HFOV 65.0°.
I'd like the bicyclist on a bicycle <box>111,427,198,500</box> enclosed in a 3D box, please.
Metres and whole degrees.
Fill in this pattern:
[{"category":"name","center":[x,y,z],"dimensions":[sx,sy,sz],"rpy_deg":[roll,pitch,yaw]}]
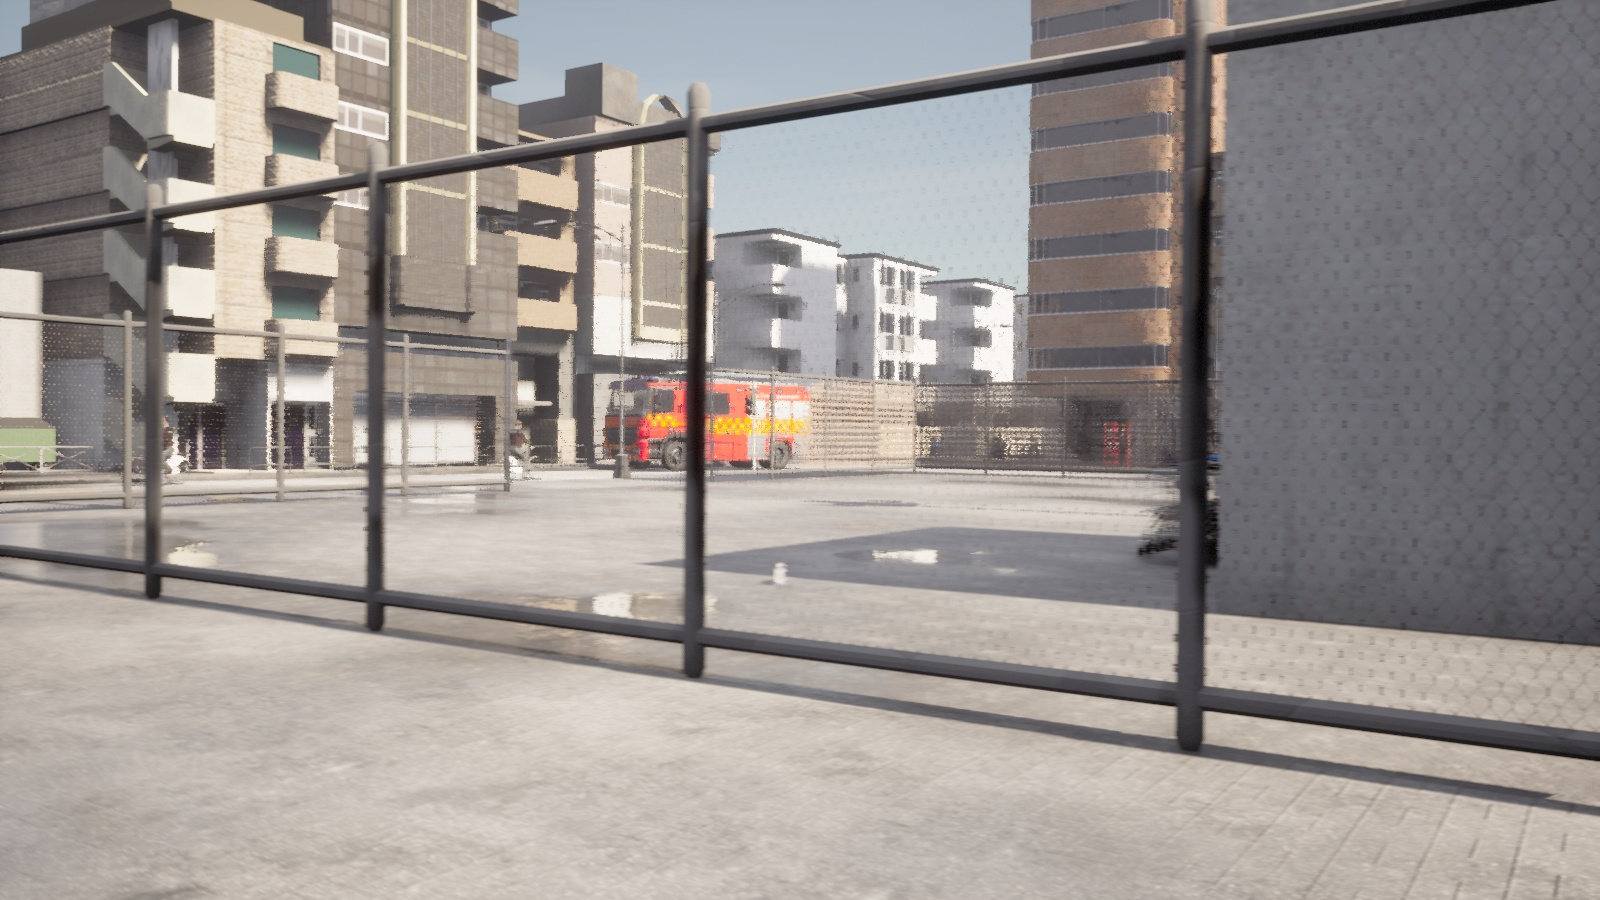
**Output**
[{"category":"bicyclist on a bicycle","center":[-16.200,0.318,31.567],"dimensions":[0.659,1.776,1.843],"rpy_deg":[0,1,33]}]

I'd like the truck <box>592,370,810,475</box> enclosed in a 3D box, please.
[{"category":"truck","center":[-3.751,-1.074,49.458],"dimensions":[8.468,3.827,2.891],"rpy_deg":[-1,1,-41]}]

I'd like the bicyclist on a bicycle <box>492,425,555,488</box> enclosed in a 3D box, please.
[{"category":"bicyclist on a bicycle","center":[-8.050,0.175,36.629],"dimensions":[0.659,1.776,1.843],"rpy_deg":[0,1,34]}]
